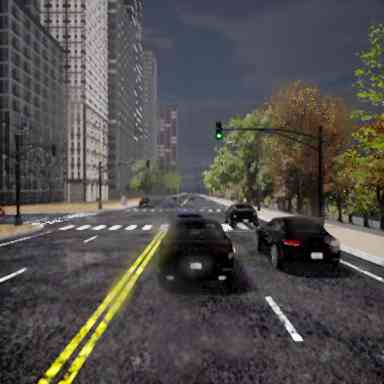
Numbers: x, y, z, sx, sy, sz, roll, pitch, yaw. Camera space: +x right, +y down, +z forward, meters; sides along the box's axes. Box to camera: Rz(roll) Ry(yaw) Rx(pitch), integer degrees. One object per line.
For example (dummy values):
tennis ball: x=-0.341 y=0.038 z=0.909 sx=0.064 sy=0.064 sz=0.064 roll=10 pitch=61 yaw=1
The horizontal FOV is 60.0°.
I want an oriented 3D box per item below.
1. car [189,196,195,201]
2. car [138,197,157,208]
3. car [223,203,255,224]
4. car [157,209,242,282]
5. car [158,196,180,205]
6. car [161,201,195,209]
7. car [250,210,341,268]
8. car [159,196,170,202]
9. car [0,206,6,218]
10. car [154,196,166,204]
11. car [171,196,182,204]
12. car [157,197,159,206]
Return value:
car: x=-0.004 y=1.656 z=90.067 sx=2.033 sy=1.411 sz=5.357 roll=0 pitch=0 yaw=0
car: x=-6.591 y=1.563 z=48.094 sx=1.837 sy=1.490 sz=4.892 roll=0 pitch=0 yaw=0
car: x=3.345 y=1.533 z=23.043 sx=1.837 sy=1.490 sz=4.892 roll=0 pitch=0 yaw=0
car: x=0.098 y=1.490 z=9.833 sx=1.882 sy=1.535 sz=5.008 roll=0 pitch=0 yaw=0
car: x=-3.340 y=1.607 z=49.433 sx=2.033 sy=1.411 sz=5.357 roll=0 pitch=0 yaw=0
car: x=-0.589 y=1.574 z=21.585 sx=2.033 sy=1.411 sz=5.357 roll=0 pitch=0 yaw=-10
car: x=3.342 y=1.539 z=11.174 sx=1.812 sy=1.442 sz=4.674 roll=0 pitch=0 yaw=0
car: x=-6.503 y=1.637 z=78.547 sx=2.033 sy=1.411 sz=5.357 roll=0 pitch=0 yaw=0
car: x=-19.834 y=1.560 z=29.834 sx=5.566 sy=2.045 sz=2.150 roll=-1 pitch=0 yaw=0
car: x=-6.504 y=1.629 z=68.011 sx=2.033 sy=1.411 sz=5.357 roll=0 pitch=0 yaw=0
car: x=-3.253 y=1.625 z=69.924 sx=2.033 sy=1.411 sz=5.357 roll=0 pitch=0 yaw=0
car: x=-6.572 y=1.561 z=57.512 sx=2.128 sy=1.511 sz=4.902 roll=0 pitch=0 yaw=0
